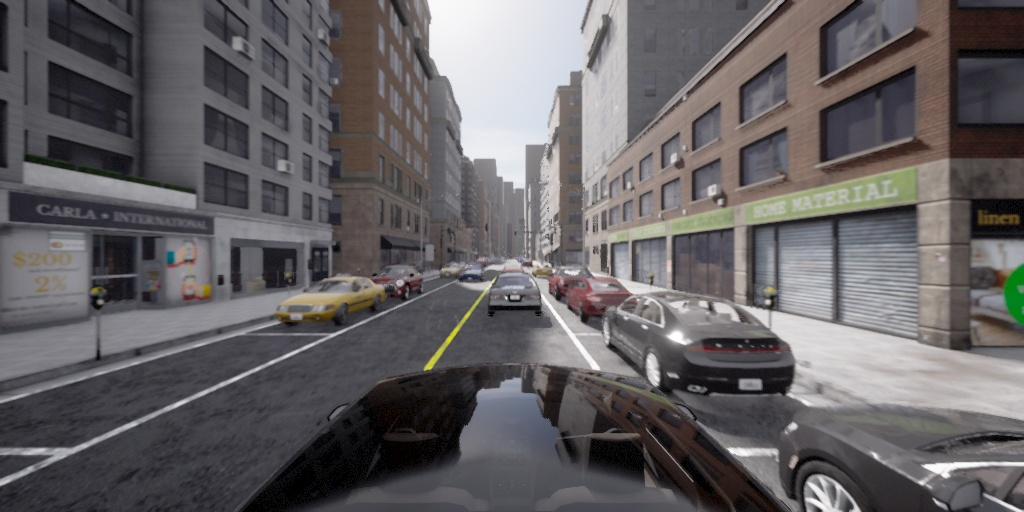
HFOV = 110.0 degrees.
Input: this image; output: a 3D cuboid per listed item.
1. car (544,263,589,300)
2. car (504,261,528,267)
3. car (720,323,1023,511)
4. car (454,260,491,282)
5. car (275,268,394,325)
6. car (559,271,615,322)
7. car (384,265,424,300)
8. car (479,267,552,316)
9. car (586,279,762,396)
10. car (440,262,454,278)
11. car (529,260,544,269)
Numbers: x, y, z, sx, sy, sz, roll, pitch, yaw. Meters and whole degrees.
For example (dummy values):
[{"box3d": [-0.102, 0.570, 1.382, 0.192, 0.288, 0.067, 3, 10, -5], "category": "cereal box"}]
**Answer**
[{"box3d": [2.858, 1.195, 17.529, 1.967, 1.591, 4.097, 0, 0, 0], "category": "car"}, {"box3d": [0.098, 1.362, 30.330, 1.895, 1.301, 4.718, 0, 0, 0], "category": "car"}, {"box3d": [2.857, 1.300, 0.952, 2.007, 1.370, 4.403, 0, 0, 0], "category": "car"}, {"box3d": [-3.095, 1.308, 29.106, 2.033, 1.411, 5.357, 0, 0, 0], "category": "car"}, {"box3d": [-5.668, 1.279, 11.835, 1.751, 1.417, 4.829, 0, 0, 0], "category": "car"}, {"box3d": [2.858, 1.335, 12.004, 1.802, 1.307, 4.207, 0, 0, 0], "category": "car"}, {"box3d": [-5.667, 1.195, 17.531, 1.967, 1.591, 4.097, 0, 0, 0], "category": "car"}, {"box3d": [0.096, 1.301, 13.394, 2.033, 1.411, 5.357, 0, 0, 0], "category": "car"}, {"box3d": [2.857, 1.302, 6.478, 2.007, 1.370, 4.403, 0, 0, 0], "category": "car"}, {"box3d": [-5.666, 1.289, 33.938, 1.751, 1.417, 4.829, 0, 0, 0], "category": "car"}, {"box3d": [2.860, 1.289, 34.276, 1.751, 1.417, 4.829, 0, 0, 0], "category": "car"}]
